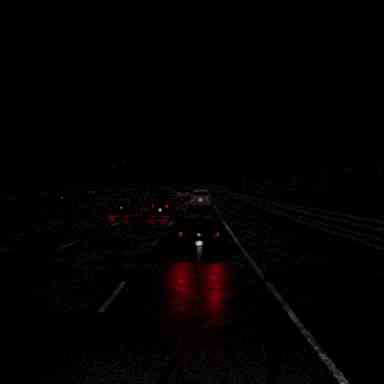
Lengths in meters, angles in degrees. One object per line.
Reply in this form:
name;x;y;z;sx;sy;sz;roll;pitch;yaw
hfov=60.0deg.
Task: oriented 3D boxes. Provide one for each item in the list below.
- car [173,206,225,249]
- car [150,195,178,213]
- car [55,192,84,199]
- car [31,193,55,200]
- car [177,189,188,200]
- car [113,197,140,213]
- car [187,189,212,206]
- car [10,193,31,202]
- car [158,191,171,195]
car;0.294;1.500;13.989;1.895;1.301;4.718;0;1;1
car;-2.724;1.247;31.412;1.895;1.301;4.718;0;1;2
car;-16.295;0.808;45.558;2.097;1.767;4.553;0;1;3
car;-19.755;0.946;46.420;2.128;1.511;4.902;0;1;3
car;-1.448;0.403;58.687;2.150;2.045;5.566;0;1;3
car;-6.209;1.175;31.855;1.812;1.442;4.674;0;1;2
car;0.962;0.781;36.317;2.150;2.045;5.566;0;1;2
car;-23.264;0.958;46.329;2.128;1.511;4.902;0;1;3
car;-4.907;0.537;59.389;2.097;1.767;4.553;0;1;3
